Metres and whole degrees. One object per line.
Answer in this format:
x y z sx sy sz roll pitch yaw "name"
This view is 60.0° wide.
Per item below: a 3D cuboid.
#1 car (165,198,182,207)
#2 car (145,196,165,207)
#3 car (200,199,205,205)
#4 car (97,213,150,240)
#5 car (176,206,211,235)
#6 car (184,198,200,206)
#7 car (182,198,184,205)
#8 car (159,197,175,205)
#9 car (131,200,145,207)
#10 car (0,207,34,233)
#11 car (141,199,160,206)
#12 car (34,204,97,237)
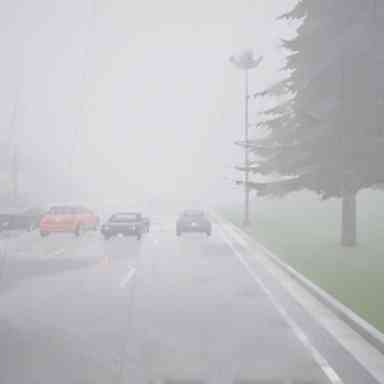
-3.494 2.100 63.135 1.812 1.442 4.674 0 -1 2 "car"
-6.987 1.799 63.508 2.150 2.045 5.566 0 -1 2 "car"
1.470 2.169 72.997 1.994 1.385 4.181 0 -1 17 "car"
-3.404 1.766 18.021 1.895 1.301 4.718 0 -1 0 "car"
0.095 1.747 20.056 1.994 1.385 4.181 0 -1 0 "car"
0.007 2.175 63.130 1.895 1.301 4.718 0 -1 2 "car"
-2.156 2.060 73.018 2.033 1.411 5.357 0 -1 17 "car"
-5.559 2.002 73.835 1.882 1.535 5.008 0 -1 17 "car"
-10.476 2.148 64.214 1.994 1.385 4.181 0 -1 2 "car"
-10.403 1.671 21.121 1.882 1.535 5.008 0 -1 0 "car"
-9.147 2.206 73.881 2.033 1.411 5.357 0 -1 17 "car"
-6.904 1.528 19.290 2.097 1.767 4.553 0 -1 0 "car"
